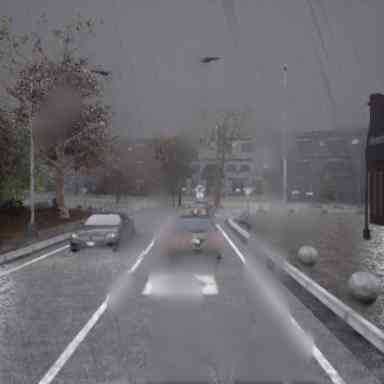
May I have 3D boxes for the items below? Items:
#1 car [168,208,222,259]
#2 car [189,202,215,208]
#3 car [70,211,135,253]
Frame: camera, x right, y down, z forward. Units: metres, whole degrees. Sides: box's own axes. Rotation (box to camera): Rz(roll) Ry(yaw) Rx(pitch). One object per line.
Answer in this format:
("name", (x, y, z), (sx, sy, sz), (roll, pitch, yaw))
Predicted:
("car", (0.099, 1.585, 12.816), (2.033, 1.411, 5.357), (0, 0, 0))
("car", (0.829, 1.532, 28.066), (2.033, 1.411, 5.357), (0, 0, 12))
("car", (-3.578, 1.563, 14.096), (1.812, 1.442, 4.674), (0, 0, 0))
